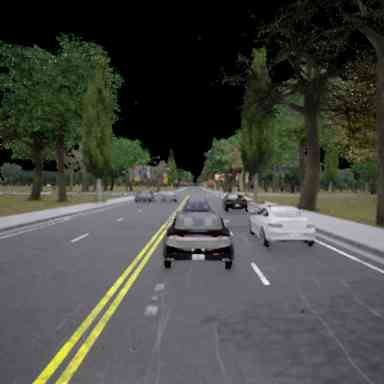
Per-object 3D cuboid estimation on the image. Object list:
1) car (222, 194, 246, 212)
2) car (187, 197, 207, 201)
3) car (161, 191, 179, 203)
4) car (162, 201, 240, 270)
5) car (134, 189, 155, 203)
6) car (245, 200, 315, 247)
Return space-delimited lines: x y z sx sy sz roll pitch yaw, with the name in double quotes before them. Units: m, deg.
"car" 3.696 0.879 29.245 1.882 1.535 5.008 0 1 1
"car" 0.397 1.053 26.101 1.895 1.301 4.718 0 1 1
"car" -2.816 0.643 42.328 1.812 1.442 4.674 0 1 1
"car" 0.189 1.268 10.239 2.128 1.511 4.902 0 1 1
"car" -6.057 0.446 42.852 2.097 1.767 4.553 0 1 1
"car" 3.495 1.247 13.441 1.812 1.442 4.674 0 1 1
